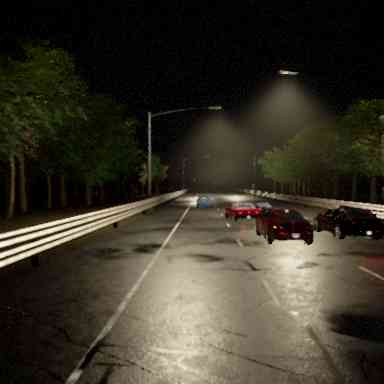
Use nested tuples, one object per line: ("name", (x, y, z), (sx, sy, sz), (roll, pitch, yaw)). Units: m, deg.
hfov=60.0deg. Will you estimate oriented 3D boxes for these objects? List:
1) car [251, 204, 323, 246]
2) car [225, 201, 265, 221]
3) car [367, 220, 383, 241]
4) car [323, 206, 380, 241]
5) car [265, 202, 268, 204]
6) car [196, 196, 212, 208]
("car", (4.082, 1.490, 15.115), (1.812, 1.442, 4.674), (0, 0, 2))
("car", (3.875, 1.517, 26.305), (1.895, 1.301, 4.718), (-2, 1, -6))
("car", (3.666, 1.362, 2.724), (2.097, 1.767, 4.553), (0, 0, 2))
("car", (7.650, 1.484, 16.661), (1.837, 1.490, 4.892), (0, 0, 2))
("car", (5.561, 1.480, 28.195), (1.994, 1.385, 4.181), (1, 1, -12))
("car", (1.516, 1.191, 42.162), (2.033, 1.411, 5.357), (0, 1, 2))
